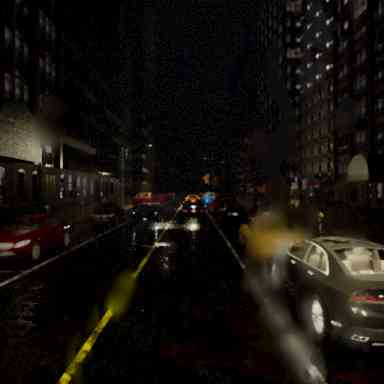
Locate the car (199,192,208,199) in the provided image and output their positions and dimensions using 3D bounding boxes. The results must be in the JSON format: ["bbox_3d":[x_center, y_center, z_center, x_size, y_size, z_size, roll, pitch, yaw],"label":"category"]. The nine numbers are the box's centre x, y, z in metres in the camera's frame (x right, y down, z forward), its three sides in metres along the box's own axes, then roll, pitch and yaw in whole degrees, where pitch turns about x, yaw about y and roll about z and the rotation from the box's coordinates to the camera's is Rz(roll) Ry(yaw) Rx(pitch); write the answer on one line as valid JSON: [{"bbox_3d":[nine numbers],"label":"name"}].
[{"bbox_3d":[2.740,0.858,78.271,1.967,1.590,4.097,0,0,0],"label":"car"}]

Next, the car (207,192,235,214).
[{"bbox_3d":[2.712,1.105,28.418,2.192,1.841,5.009,0,0,0],"label":"car"}]

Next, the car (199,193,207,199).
[{"bbox_3d":[2.743,0.900,83.980,1.752,1.417,4.829,0,0,0],"label":"car"}]

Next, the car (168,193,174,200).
[{"bbox_3d":[-5.644,1.004,72.737,1.887,1.381,4.507,0,0,0],"label":"car"}]

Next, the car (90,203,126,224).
[{"bbox_3d":[-5.672,1.412,22.885,1.802,1.307,4.206,0,0,0],"label":"car"}]

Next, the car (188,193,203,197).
[{"bbox_3d":[0.126,1.149,44.235,1.882,1.535,5.008,0,0,0],"label":"car"}]

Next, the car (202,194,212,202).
[{"bbox_3d":[2.730,1.066,61.824,1.752,1.417,4.829,0,0,0],"label":"car"}]

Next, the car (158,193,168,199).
[{"bbox_3d":[-5.653,1.128,56.120,1.887,1.381,4.507,0,0,0],"label":"car"}]

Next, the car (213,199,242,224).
[{"bbox_3d":[2.708,1.397,22.881,1.947,1.339,4.313,0,0,0],"label":"car"}]

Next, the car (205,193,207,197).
[{"bbox_3d":[2.714,1.188,33.958,1.967,1.590,4.097,0,0,0],"label":"car"}]

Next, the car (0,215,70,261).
[{"bbox_3d":[-5.679,1.494,11.807,1.802,1.307,4.206,0,0,0],"label":"car"}]

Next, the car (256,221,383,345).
[{"bbox_3d":[2.698,1.504,6.263,2.008,1.369,4.403,0,0,0],"label":"car"}]

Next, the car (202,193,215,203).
[{"bbox_3d":[2.727,1.024,56.115,1.967,1.590,4.097,0,0,0],"label":"car"}]

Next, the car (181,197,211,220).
[{"bbox_3d":[0.116,1.357,25.772,2.033,1.411,5.357,0,0,0],"label":"car"}]

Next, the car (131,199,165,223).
[{"bbox_3d":[-3.034,1.426,23.658,1.895,1.301,4.718,0,0,1],"label":"car"}]

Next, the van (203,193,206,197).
[{"bbox_3d":[2.725,0.966,50.574,1.690,1.788,3.998,0,0,0],"label":"van"}]

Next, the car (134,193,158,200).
[{"bbox_3d":[-5.662,1.022,39.500,2.192,1.841,5.009,0,0,0],"label":"car"}]

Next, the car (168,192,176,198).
[{"bbox_3d":[-5.631,0.838,94.893,1.887,1.381,4.507,0,0,0],"label":"car"}]

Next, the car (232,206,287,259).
[{"bbox_3d":[2.702,1.437,11.972,1.752,1.417,4.829,0,0,0],"label":"car"}]
